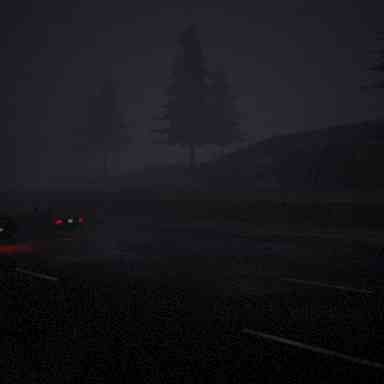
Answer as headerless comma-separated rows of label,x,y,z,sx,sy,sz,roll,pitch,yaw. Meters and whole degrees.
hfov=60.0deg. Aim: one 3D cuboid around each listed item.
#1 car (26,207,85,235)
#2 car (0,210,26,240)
car,-8.242,1.534,18.627,5.357,1.411,2.033,0,0,37
car,-10.122,1.464,15.671,5.008,1.535,1.882,0,0,37
